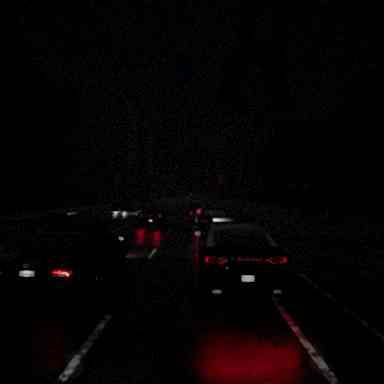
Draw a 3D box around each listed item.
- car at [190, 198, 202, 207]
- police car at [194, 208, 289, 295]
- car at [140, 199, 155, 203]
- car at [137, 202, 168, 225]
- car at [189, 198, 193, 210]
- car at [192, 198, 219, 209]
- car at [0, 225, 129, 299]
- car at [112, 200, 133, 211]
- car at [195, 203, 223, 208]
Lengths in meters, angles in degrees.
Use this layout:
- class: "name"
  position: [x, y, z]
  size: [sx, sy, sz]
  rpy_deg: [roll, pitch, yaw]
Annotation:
- class: "car"
  position: [0.717, 1.866, 60.664]
  size: [2.128, 1.511, 4.902]
  rpy_deg: [0, 0, 1]
- class: "police car"
  position: [1.097, 1.449, 8.919]
  size: [1.930, 1.638, 5.238]
  rpy_deg: [0, 0, 1]
- class: "car"
  position: [-6.053, 1.752, 45.828]
  size: [2.128, 1.511, 4.902]
  rpy_deg: [0, 0, 1]
- class: "car"
  position: [-2.842, 1.701, 25.298]
  size: [1.895, 1.301, 4.718]
  rpy_deg: [0, 0, 1]
- class: "car"
  position: [0.584, 1.787, 46.439]
  size: [1.812, 1.442, 4.674]
  rpy_deg: [0, 0, 1]
- class: "car"
  position: [1.278, 1.445, 24.782]
  size: [2.097, 1.767, 4.553]
  rpy_deg: [0, 0, 1]
- class: "car"
  position: [-3.034, 1.573, 8.688]
  size: [2.033, 1.411, 5.357]
  rpy_deg: [0, 0, 1]
- class: "car"
  position: [-9.313, 1.805, 45.148]
  size: [2.033, 1.411, 5.357]
  rpy_deg: [0, 0, 1]
- class: "car"
  position: [1.211, 1.583, 18.809]
  size: [1.812, 1.442, 4.674]
  rpy_deg: [0, 0, 1]
